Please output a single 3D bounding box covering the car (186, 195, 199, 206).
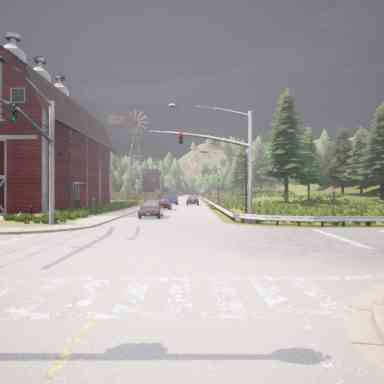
[{"bbox_3d":[0.112,1.352,55.632,2.097,1.767,4.553,0,0,0],"label":"car"}]

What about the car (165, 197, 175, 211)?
[{"bbox_3d":[-3.516,1.600,41.575,1.895,1.301,4.718,0,0,0],"label":"car"}]

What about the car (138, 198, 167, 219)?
[{"bbox_3d":[-3.541,1.526,29.228,1.812,1.442,4.674,0,0,0],"label":"car"}]

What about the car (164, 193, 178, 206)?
[{"bbox_3d":[-3.465,1.211,56.093,2.150,2.045,5.566,0,1,0],"label":"car"}]
